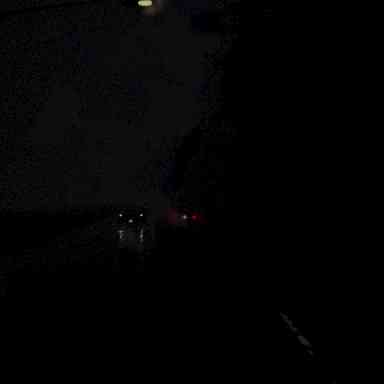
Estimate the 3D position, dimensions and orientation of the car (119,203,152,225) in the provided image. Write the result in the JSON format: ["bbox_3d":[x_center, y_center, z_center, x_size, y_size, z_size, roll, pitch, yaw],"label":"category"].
[{"bbox_3d":[-4.385,1.728,25.457,1.895,1.301,4.718,0,0,-3],"label":"car"}]

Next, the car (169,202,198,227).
[{"bbox_3d":[-0.587,1.672,23.698,2.033,1.411,5.357,0,0,-3],"label":"car"}]

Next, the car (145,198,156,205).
[{"bbox_3d":[-8.244,1.833,65.871,1.882,1.535,5.008,0,0,-8],"label":"car"}]
